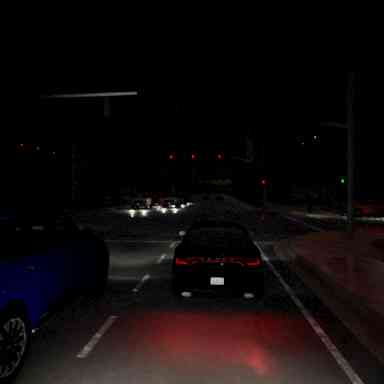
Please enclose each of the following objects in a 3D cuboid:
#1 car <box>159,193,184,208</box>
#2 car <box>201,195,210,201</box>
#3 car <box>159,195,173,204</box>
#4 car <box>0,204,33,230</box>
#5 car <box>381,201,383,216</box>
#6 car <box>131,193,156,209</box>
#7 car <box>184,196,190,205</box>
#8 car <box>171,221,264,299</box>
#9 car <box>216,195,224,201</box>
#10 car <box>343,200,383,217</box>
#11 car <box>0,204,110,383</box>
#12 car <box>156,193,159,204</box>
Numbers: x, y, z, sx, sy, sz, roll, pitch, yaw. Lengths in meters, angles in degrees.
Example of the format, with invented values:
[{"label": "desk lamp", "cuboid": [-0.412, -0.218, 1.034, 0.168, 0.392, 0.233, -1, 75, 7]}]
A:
[{"label": "car", "cuboid": [-2.940, 1.210, 48.879, 2.150, 2.045, 5.566, 0, 0, 4]}, {"label": "car", "cuboid": [3.561, 1.503, 84.681, 1.812, 1.442, 4.674, 0, 0, 5]}, {"label": "car", "cuboid": [-5.036, 1.462, 65.620, 1.882, 1.535, 5.008, 0, 0, 5]}, {"label": "car", "cuboid": [-12.662, 1.520, 21.407, 4.674, 1.442, 1.812, 0, 0, 25]}, {"label": "car", "cuboid": [14.780, 1.486, 20.335, 4.902, 1.511, 2.128, 0, 0, 5]}, {"label": "car", "cuboid": [-6.767, 1.211, 45.265, 2.150, 2.045, 5.566, 0, 0, 3]}, {"label": "car", "cuboid": [-2.139, 1.338, 58.536, 2.097, 1.767, 4.553, 0, 0, 5]}, {"label": "car", "cuboid": [0.636, 1.475, 8.549, 1.882, 1.535, 5.008, 0, 0, 4]}, {"label": "car", "cuboid": [7.078, 1.532, 84.746, 1.994, 1.385, 4.181, 0, 0, 5]}, {"label": "car", "cuboid": [16.717, 1.470, 30.924, 5.008, 1.535, 1.882, 0, 0, 5]}, {"label": "car", "cuboid": [-3.081, 1.220, 5.436, 2.150, 2.045, 5.566, 0, 0, 3]}, {"label": "car", "cuboid": [-5.900, 1.208, 55.576, 2.150, 2.045, 5.566, 0, 0, 5]}]
